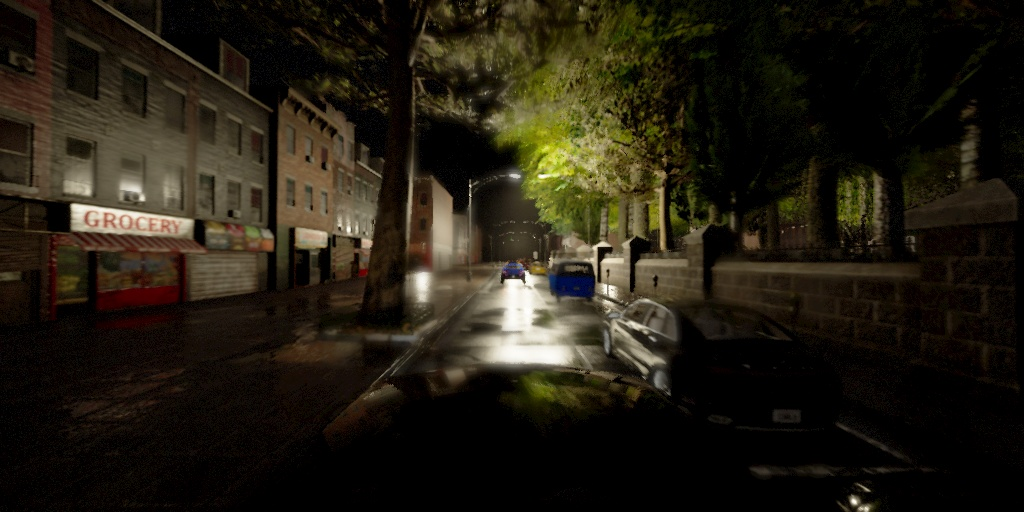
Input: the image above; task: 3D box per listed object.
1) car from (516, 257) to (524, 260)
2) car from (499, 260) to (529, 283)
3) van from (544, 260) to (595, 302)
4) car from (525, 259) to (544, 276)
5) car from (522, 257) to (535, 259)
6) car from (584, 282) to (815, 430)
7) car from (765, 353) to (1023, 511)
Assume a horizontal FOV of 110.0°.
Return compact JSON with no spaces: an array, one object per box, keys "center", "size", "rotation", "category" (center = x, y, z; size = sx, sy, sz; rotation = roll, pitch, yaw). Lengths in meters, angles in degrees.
[{"center":[0.096,1.272,43.508],"size":[1.882,1.535,5.008],"rotation":[0,0,0],"category":"car"},{"center":[0.098,1.295,27.830],"size":[1.812,1.442,4.674],"rotation":[0,0,0],"category":"car"},{"center":[2.637,1.098,16.525],"size":[1.690,1.789,3.998],"rotation":[0,0,0],"category":"van"},{"center":[2.634,1.310,38.492],"size":[1.751,1.417,4.829],"rotation":[0,0,0],"category":"car"},{"center":[2.632,1.136,54.670],"size":[2.192,1.841,5.009],"rotation":[0,0,0],"category":"car"},{"center":[2.638,1.302,5.626],"size":[2.007,1.370,4.403],"rotation":[0,0,0],"category":"car"},{"center":[2.638,1.316,0.177],"size":[1.948,1.339,4.313],"rotation":[0,0,0],"category":"car"}]
